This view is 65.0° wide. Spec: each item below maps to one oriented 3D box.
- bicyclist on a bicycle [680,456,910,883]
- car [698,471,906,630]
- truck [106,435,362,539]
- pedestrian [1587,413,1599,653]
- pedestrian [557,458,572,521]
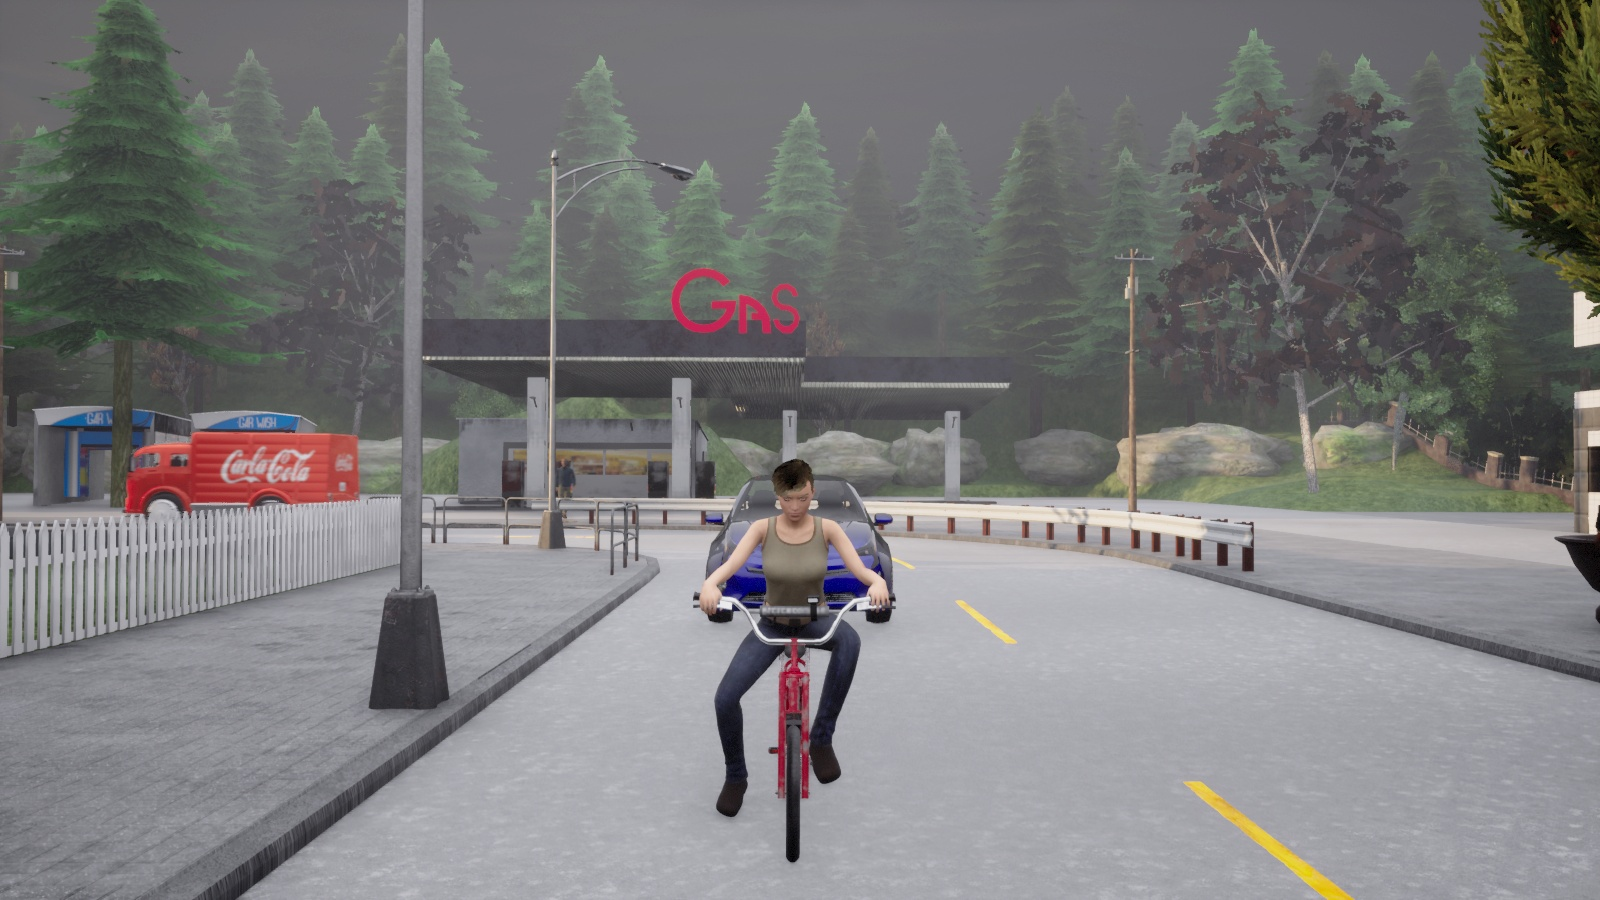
[{"bbox_3d":[-0.018,0.844,5.523,0.866,1.612,1.509,0,-1,0],"label":"bicyclist on a bicycle"},{"bbox_3d":[-0.022,1.002,14.357,2.007,1.525,4.514,0,-1,-1],"label":"car"},{"bbox_3d":[-14.035,0.911,31.437,5.204,2.467,2.627,0,-1,0],"label":"truck"},{"bbox_3d":[6.604,0.665,9.983,0.402,1.930,0.666,-1,-1,16],"label":"pedestrian"},{"bbox_3d":[-6.986,1.176,37.241,0.402,1.842,0.726,0,-1,-6],"label":"pedestrian"}]
